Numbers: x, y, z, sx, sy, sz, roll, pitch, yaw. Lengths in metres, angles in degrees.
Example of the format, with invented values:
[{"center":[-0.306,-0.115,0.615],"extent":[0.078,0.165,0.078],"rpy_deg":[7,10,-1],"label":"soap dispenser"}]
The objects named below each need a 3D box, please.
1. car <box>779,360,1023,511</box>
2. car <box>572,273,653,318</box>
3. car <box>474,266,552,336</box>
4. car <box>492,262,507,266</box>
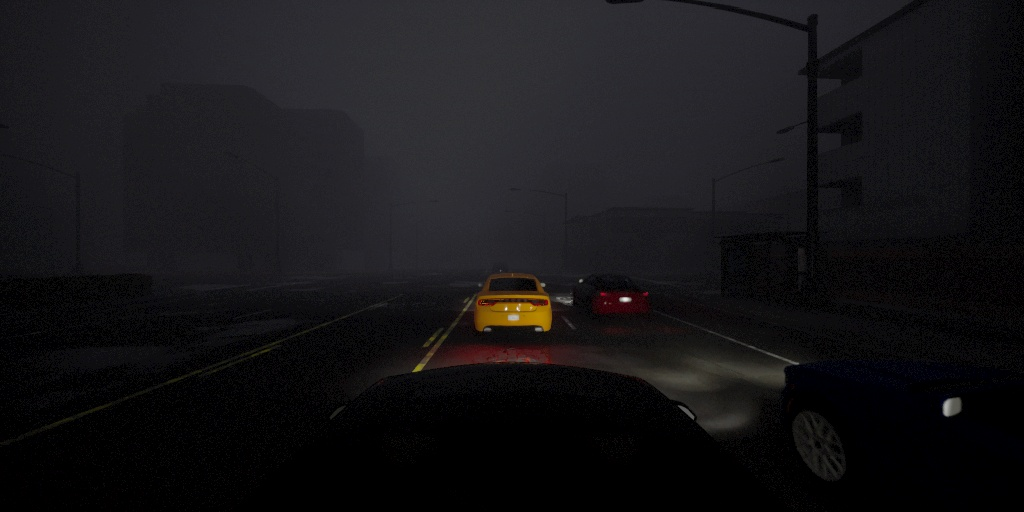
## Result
[{"center":[3.566,1.228,1.498],"extent":[1.882,1.535,5.008],"rpy_deg":[0,0,0],"label":"car"},{"center":[3.461,1.314,13.043],"extent":[1.994,1.385,4.181],"rpy_deg":[0,0,-1],"label":"car"},{"center":[0.002,1.228,10.486],"extent":[1.882,1.535,5.008],"rpy_deg":[0,0,-1],"label":"car"},{"center":[-1.464,1.430,43.765],"extent":[1.895,1.301,4.718],"rpy_deg":[0,-1,-4],"label":"car"}]
